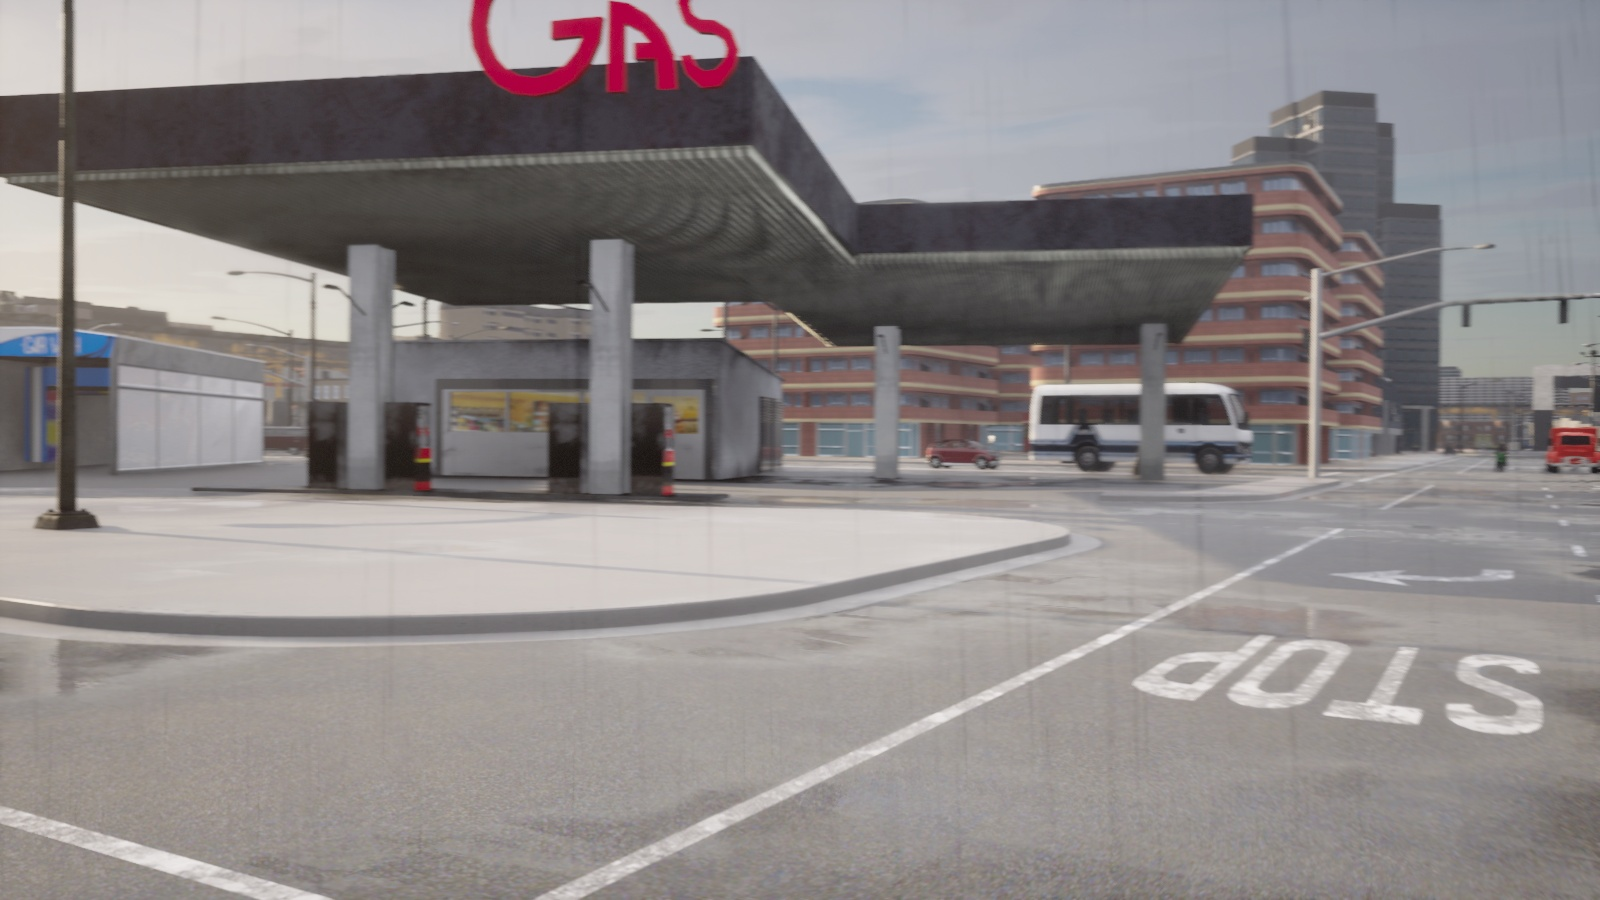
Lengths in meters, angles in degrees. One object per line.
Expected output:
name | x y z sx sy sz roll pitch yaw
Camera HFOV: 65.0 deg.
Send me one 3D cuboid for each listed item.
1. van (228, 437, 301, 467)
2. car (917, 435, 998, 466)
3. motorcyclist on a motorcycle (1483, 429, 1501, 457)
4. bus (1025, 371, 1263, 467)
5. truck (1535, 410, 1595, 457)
van | -36.703 0.138 86.138 4.442 1.987 1.775 -1 0 -17
car | 8.054 0.034 64.391 3.705 1.549 1.789 0 1 28
motorcyclist on a motorcycle | 38.102 -0.392 69.139 0.797 1.523 2.044 0 1 31
bus | 16.338 -1.381 59.858 10.273 4.253 3.944 0 1 29
truck | 41.559 -0.896 68.339 2.627 2.467 5.204 0 1 30
